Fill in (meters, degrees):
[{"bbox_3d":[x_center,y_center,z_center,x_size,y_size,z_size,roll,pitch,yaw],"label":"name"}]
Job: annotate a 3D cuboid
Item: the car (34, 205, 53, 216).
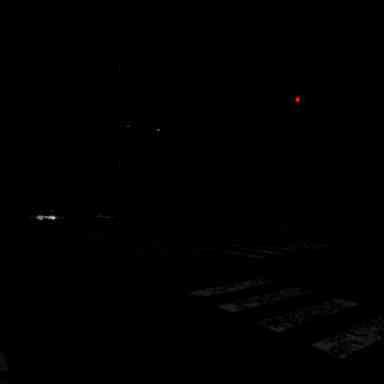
[{"bbox_3d":[-21.233,2.563,47.515,1.882,1.535,5.008,1,-1,-35],"label":"car"}]
